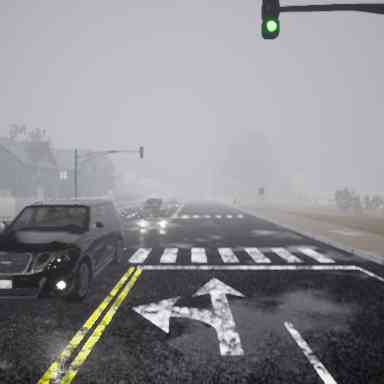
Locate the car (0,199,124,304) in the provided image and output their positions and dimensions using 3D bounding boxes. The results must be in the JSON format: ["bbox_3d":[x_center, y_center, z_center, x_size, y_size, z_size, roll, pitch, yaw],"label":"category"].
[{"bbox_3d":[-3.247,1.232,8.498,2.150,2.045,5.566,0,0,0],"label":"car"}]

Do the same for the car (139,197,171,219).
[{"bbox_3d":[-3.239,1.296,28.821,2.097,1.767,4.553,0,0,0],"label":"car"}]

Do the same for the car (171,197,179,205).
[{"bbox_3d":[-3.227,1.537,59.776,2.033,1.411,5.357,0,0,0],"label":"car"}]
